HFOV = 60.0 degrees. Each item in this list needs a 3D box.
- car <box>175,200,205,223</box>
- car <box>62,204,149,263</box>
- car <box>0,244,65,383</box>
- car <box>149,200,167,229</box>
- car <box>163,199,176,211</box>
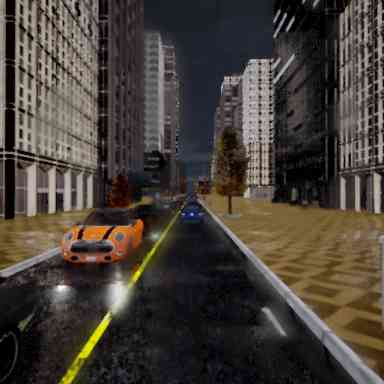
[{"bbox_3d":[0.002,1.630,26.055,2.033,1.411,5.357,0,0,0],"label":"car"},{"bbox_3d":[-3.006,1.391,12.135,2.097,1.767,4.553,0,0,0],"label":"car"},{"bbox_3d":[-3.072,1.556,2.562,2.033,1.411,5.357,0,0,0],"label":"car"},{"bbox_3d":[-3.009,1.549,22.353,1.882,1.535,5.008,0,0,0],"label":"car"},{"bbox_3d":[-3.018,1.627,42.645,2.128,1.511,4.902,0,0,0],"label":"car"}]
